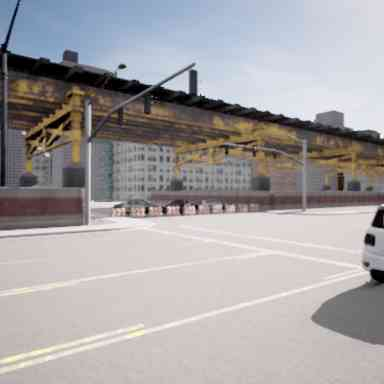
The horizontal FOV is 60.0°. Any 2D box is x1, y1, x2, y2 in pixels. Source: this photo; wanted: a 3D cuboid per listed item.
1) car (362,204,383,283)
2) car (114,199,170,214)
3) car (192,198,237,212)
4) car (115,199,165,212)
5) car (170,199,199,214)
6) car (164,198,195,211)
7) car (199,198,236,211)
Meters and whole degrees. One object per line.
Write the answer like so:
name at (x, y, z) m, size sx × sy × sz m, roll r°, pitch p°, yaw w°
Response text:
car at (6.541, 1.239, 8.417) m, size 5.566 × 2.045 × 2.150 m, roll 0°, pitch 0°, yaw -35°
car at (-5.032, 1.477, 32.745) m, size 4.974 × 1.542 × 2.038 m, roll 0°, pitch 0°, yaw 8°
car at (2.625, 1.493, 39.188) m, size 4.974 × 1.542 × 2.038 m, roll 0°, pitch 0°, yaw -7°
car at (-5.083, 1.319, 32.753) m, size 4.536 × 1.218 × 1.853 m, roll 0°, pitch 0°, yaw 8°
car at (-1.286, 1.484, 35.429) m, size 2.038 × 1.542 × 4.974 m, roll 0°, pitch 0°, yaw 18°
car at (-1.270, 1.327, 35.479) m, size 1.853 × 1.218 × 4.536 m, roll 0°, pitch 0°, yaw 18°
car at (2.574, 1.335, 39.182) m, size 4.536 × 1.218 × 1.853 m, roll 0°, pitch 0°, yaw -7°
